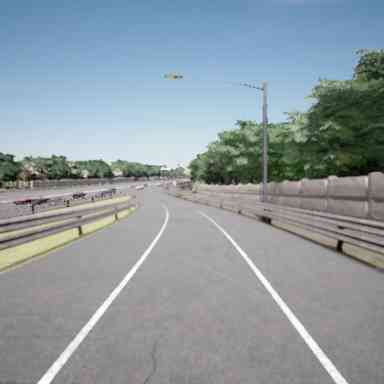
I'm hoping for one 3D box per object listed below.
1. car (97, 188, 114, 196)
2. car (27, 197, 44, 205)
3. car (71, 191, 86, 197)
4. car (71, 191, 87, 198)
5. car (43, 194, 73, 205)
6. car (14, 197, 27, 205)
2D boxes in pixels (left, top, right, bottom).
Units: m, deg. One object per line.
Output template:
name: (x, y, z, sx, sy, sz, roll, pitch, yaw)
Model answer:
car: (-23.179, 0.486, 87.178, 2.033, 1.411, 5.357, 0, 3, 8)
car: (-29.640, 1.665, 65.636, 2.128, 1.511, 4.902, 0, 3, 8)
car: (-30.110, 0.493, 88.160, 1.895, 1.301, 4.718, 0, 3, 8)
car: (-27.451, 0.746, 81.729, 1.837, 1.490, 4.892, 0, 3, 8)
car: (-26.174, 1.707, 65.152, 2.033, 1.411, 5.357, 0, 3, 8)
car: (-33.105, 1.712, 66.127, 1.895, 1.301, 4.718, 0, 3, 8)
